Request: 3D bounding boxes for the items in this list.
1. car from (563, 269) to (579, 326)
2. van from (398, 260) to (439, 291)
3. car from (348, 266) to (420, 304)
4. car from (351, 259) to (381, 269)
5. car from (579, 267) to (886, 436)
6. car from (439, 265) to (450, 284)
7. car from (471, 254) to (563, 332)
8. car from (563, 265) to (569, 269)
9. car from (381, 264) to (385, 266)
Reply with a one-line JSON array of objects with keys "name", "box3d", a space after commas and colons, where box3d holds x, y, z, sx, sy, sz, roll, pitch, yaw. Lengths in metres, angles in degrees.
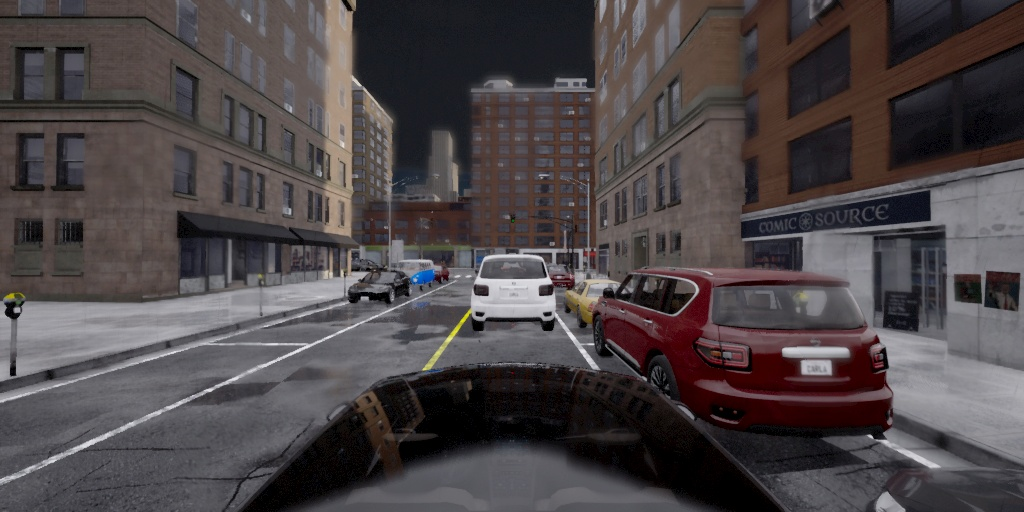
[{"name": "car", "box3d": [2.652, 1.283, 11.188, 1.751, 1.417, 4.829, 0, 0, 0]}, {"name": "van", "box3d": [-5.894, 1.112, 21.969, 1.690, 1.789, 3.998, 0, 0, 0]}, {"name": "car", "box3d": [-5.884, 1.330, 16.486, 1.948, 1.339, 4.313, 0, 0, 0]}, {"name": "car", "box3d": [-18.065, 1.166, 40.336, 5.357, 1.411, 2.033, 0, -1, 0]}, {"name": "car", "box3d": [2.662, 1.067, 5.535, 2.192, 1.841, 5.009, 0, 0, 0]}, {"name": "car", "box3d": [-5.905, 1.324, 27.451, 1.888, 1.381, 4.507, 0, 0, 0]}, {"name": "car", "box3d": [0.013, 0.979, 11.063, 2.150, 2.045, 5.566, 0, 0, -1]}, {"name": "car", "box3d": [2.631, 1.212, 21.983, 1.967, 1.591, 4.097, 0, 0, 0]}, {"name": "car", "box3d": [-17.871, 1.161, 43.586, 4.892, 1.490, 1.837, 0, -1, 0]}]
